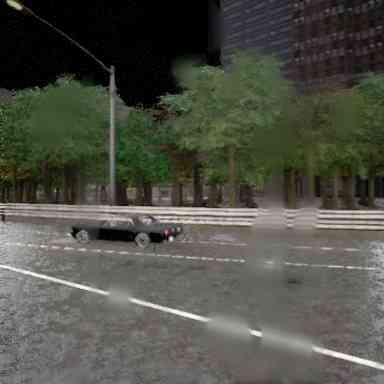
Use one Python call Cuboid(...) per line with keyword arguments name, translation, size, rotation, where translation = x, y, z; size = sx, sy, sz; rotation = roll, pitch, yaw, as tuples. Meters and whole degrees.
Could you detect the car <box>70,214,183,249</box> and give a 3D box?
Cuboid(name="car", translation=(-2.907, 1.629, 14.470), size=(4.718, 1.301, 1.895), rotation=(0, 0, 21))
